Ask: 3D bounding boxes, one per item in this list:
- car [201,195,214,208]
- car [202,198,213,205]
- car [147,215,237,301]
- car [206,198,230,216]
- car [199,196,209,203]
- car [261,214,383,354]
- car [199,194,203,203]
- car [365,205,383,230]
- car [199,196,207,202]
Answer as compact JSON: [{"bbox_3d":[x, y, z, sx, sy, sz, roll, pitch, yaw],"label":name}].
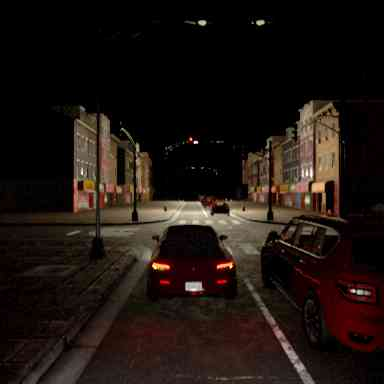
[{"bbox_3d":[2.690,1.612,48.841,1.887,1.381,4.507,1,0,0],"label":"car"},{"bbox_3d":[2.700,1.680,59.716,1.802,1.307,4.206,0,0,0],"label":"car"},{"bbox_3d":[-0.043,1.529,8.252,1.812,1.442,4.674,0,0,-2],"label":"car"},{"bbox_3d":[2.676,1.577,32.529,1.887,1.381,4.507,1,0,0],"label":"car"},{"bbox_3d":[2.714,1.705,76.028,2.008,1.369,4.403,0,0,0],"label":"car"},{"bbox_3d":[2.656,1.317,6.099,2.192,1.841,5.009,1,0,0],"label":"car"},{"bbox_3d":[2.697,1.397,54.279,2.192,1.841,5.009,1,0,0],"label":"car"},{"bbox_3d":[13.561,1.579,20.681,4.674,1.442,1.812,0,-1,0],"label":"car"},{"bbox_3d":[2.724,1.764,86.903,1.947,1.339,4.313,0,0,0],"label":"car"}]
